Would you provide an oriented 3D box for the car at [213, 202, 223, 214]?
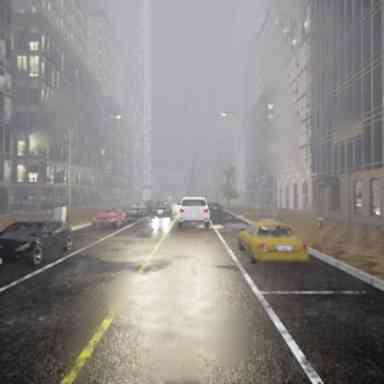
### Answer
[{"bbox_3d":[2.711,1.862,40.307,1.947,1.339,4.313,0,0,0],"label":"car"}]

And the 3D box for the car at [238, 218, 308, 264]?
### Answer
[{"bbox_3d":[2.699,1.617,12.016,1.752,1.417,4.829,0,0,0],"label":"car"}]

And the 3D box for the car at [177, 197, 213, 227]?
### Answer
[{"bbox_3d":[0.118,1.403,24.339,2.150,2.045,5.566,0,0,0],"label":"car"}]

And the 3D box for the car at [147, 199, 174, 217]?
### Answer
[{"bbox_3d":[-3.065,1.746,34.520,2.128,1.511,4.902,0,0,0],"label":"car"}]

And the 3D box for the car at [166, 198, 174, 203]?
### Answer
[{"bbox_3d":[-5.650,2.169,85.860,1.947,1.339,4.313,0,0,0],"label":"car"}]

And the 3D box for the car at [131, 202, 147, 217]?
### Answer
[{"bbox_3d":[-5.672,1.806,34.631,2.008,1.369,4.403,0,0,0],"label":"car"}]

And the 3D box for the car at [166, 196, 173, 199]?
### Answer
[{"bbox_3d":[-5.654,1.969,74.476,1.967,1.590,4.097,0,0,0],"label":"car"}]

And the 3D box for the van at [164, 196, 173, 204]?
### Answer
[{"bbox_3d":[-5.651,1.907,80.169,1.690,1.788,3.998,0,0,0],"label":"van"}]

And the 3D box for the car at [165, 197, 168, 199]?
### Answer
[{"bbox_3d":[-5.662,1.996,57.400,1.802,1.307,4.206,0,0,0],"label":"car"}]

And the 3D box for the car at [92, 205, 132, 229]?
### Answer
[{"bbox_3d":[-5.677,1.755,23.245,1.802,1.307,4.206,0,0,0],"label":"car"}]

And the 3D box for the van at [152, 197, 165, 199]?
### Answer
[{"bbox_3d":[-5.664,1.716,51.709,1.690,1.788,3.998,0,0,0],"label":"van"}]

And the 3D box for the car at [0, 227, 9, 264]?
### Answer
[{"bbox_3d":[-5.684,1.599,6.170,2.008,1.369,4.403,0,0,0],"label":"car"}]

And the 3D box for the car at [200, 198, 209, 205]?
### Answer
[{"bbox_3d":[2.726,2.111,74.457,1.802,1.307,4.206,0,0,0],"label":"car"}]

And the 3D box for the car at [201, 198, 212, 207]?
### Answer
[{"bbox_3d":[2.722,1.893,63.074,1.967,1.590,4.097,0,0,0],"label":"car"}]

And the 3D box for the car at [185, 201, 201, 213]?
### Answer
[{"bbox_3d":[0.118,1.830,41.456,1.812,1.442,4.674,0,-1,0],"label":"car"}]

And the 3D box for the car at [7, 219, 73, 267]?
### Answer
[{"bbox_3d":[-5.682,1.656,11.863,1.947,1.339,4.313,0,0,0],"label":"car"}]
